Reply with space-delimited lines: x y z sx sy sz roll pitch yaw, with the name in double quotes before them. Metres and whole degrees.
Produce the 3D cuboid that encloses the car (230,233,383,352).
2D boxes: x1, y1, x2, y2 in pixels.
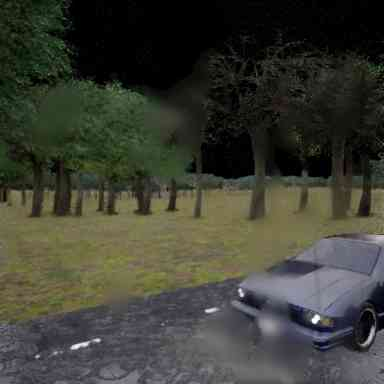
"car" 3.258 1.530 6.309 5.357 1.411 2.033 0 0 -35
